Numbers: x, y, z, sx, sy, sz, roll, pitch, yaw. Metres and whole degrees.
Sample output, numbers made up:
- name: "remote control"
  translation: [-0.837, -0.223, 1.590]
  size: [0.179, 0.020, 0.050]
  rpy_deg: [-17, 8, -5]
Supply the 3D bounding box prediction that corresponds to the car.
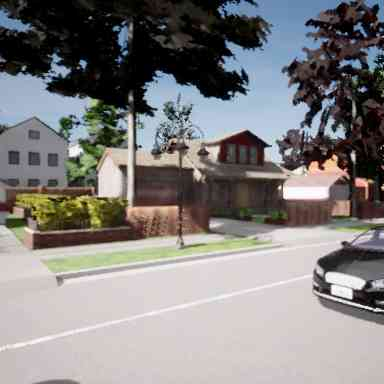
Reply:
- name: "car"
  translation: [4.647, 1.504, 7.304]
  size: [4.902, 1.511, 2.128]
  rpy_deg: [0, 0, -35]
